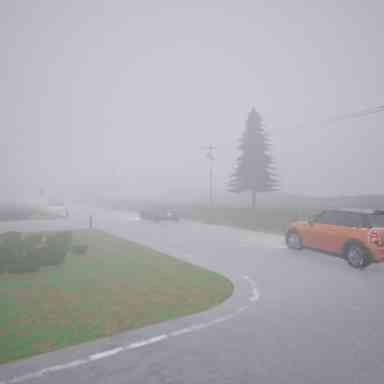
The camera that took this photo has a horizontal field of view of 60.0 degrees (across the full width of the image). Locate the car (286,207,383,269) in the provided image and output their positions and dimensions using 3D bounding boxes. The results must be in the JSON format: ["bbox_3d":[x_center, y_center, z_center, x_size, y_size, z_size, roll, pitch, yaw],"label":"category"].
[{"bbox_3d":[5.212,1.345,11.451,2.097,1.767,4.553,0,0,-17],"label":"car"}]

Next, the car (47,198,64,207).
[{"bbox_3d":[-20.759,1.556,50.496,1.994,1.385,4.181,0,0,-30],"label":"car"}]

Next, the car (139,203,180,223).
[{"bbox_3d":[-2.610,1.557,25.667,1.994,1.385,4.181,0,0,-29],"label":"car"}]
